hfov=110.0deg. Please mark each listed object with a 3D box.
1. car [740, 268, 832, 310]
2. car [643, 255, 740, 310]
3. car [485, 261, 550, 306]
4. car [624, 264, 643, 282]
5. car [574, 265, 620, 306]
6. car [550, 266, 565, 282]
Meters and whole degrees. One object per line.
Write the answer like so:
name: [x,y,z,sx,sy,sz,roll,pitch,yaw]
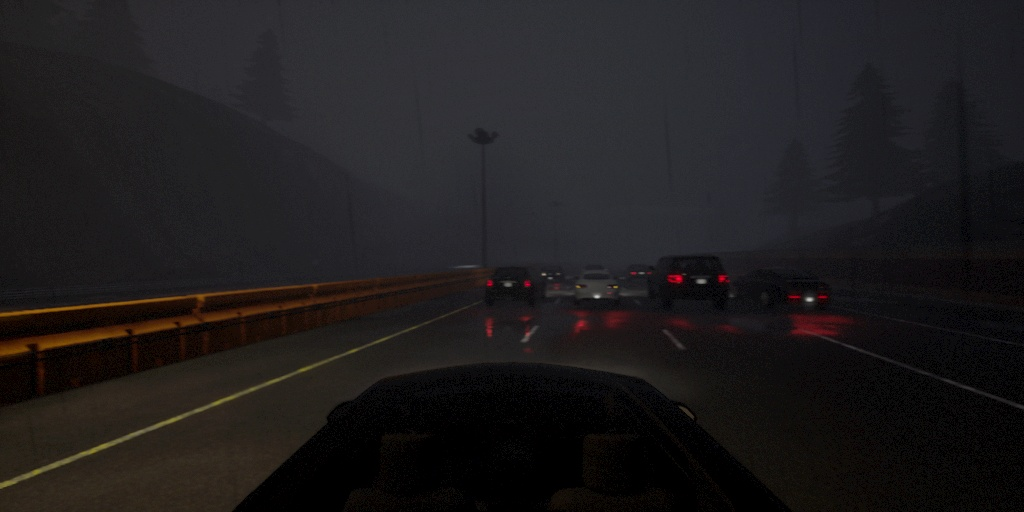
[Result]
car: [10.604,1.213,14.512,1.837,1.490,4.892,-1,0,13]
car: [7.120,0.971,14.998,2.150,2.045,5.566,-1,0,13]
car: [0.307,1.204,16.588,2.097,1.767,4.553,-1,-1,13]
car: [10.393,1.366,29.604,2.033,1.411,5.357,-1,0,13]
car: [3.790,1.331,16.110,1.812,1.442,4.674,-1,0,13]
car: [3.590,1.520,31.246,1.895,1.301,4.718,-1,0,13]
